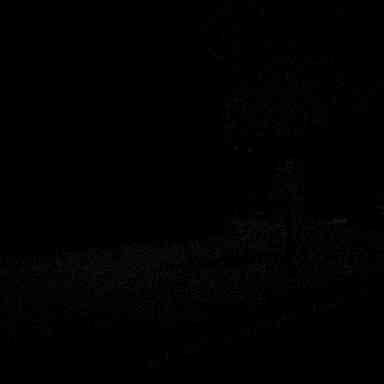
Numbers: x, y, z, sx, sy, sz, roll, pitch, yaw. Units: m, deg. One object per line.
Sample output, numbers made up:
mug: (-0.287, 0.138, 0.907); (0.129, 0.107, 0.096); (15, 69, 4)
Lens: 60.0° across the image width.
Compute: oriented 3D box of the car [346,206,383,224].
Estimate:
car: (15.031, 1.894, 27.033); (1.837, 1.490, 4.892); (-1, 0, -35)
